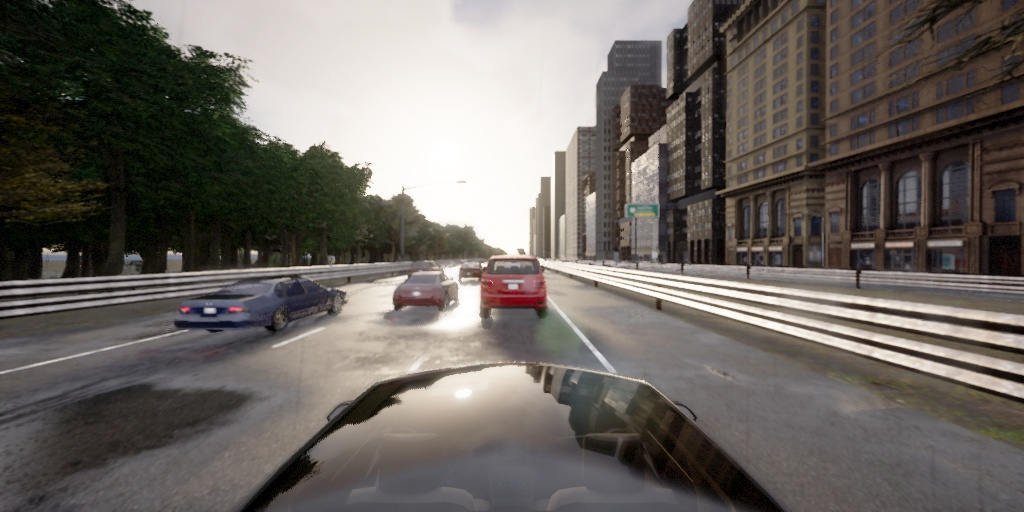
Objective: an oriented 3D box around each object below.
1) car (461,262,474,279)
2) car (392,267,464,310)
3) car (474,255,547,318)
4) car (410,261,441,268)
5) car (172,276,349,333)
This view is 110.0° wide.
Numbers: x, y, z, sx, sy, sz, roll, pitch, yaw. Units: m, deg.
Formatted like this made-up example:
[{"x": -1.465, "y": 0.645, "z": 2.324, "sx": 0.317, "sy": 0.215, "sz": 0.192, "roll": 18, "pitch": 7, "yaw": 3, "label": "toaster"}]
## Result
[{"x": -3.423, "y": 1.287, "z": 31.021, "sx": 1.882, "sy": 1.535, "sz": 5.008, "roll": 0, "pitch": 0, "yaw": 0, "label": "car"}, {"x": -3.428, "y": 1.335, "z": 14.926, "sx": 1.994, "sy": 1.385, "sz": 4.181, "roll": 0, "pitch": 0, "yaw": 0, "label": "car"}, {"x": 0.063, "y": 0.991, "z": 13.259, "sx": 2.150, "sy": 2.045, "sz": 5.566, "roll": 0, "pitch": 0, "yaw": 0, "label": "car"}, {"x": -6.933, "y": 1.156, "z": 29.185, "sx": 2.097, "sy": 1.767, "sz": 4.553, "roll": 0, "pitch": 0, "yaw": 0, "label": "car"}, {"x": -6.957, "y": 1.310, "z": 10.792, "sx": 2.033, "sy": 1.411, "sz": 5.357, "roll": 0, "pitch": 0, "yaw": 1, "label": "car"}]
